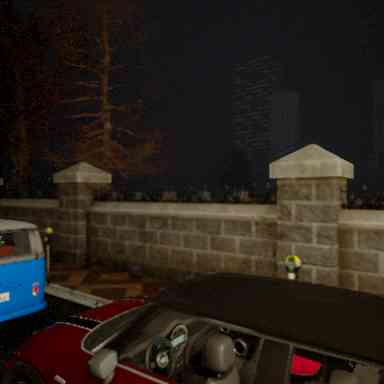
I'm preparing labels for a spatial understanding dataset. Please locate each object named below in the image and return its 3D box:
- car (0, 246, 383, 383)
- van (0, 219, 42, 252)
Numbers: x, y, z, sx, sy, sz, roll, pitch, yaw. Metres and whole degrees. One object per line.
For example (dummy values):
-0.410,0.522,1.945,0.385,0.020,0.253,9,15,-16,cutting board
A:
0.202,1.436,2.738,4.097,1.590,1.967,0,0,35,car
-4.324,1.320,5.966,3.998,1.788,1.690,0,0,35,van
